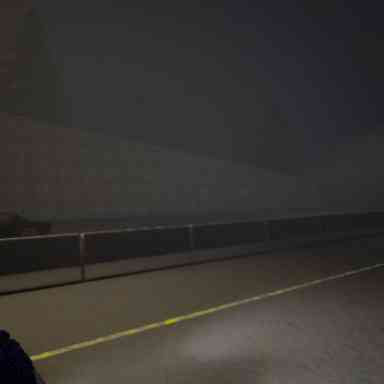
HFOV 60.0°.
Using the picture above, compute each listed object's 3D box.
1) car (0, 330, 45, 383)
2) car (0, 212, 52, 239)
[{"bbox_3d":[-3.163,1.608,1.491,4.718,1.301,1.895,0,0,-35],"label":"car"},{"bbox_3d":[-8.915,1.595,14.824,4.718,1.301,1.895,0,0,-35],"label":"car"}]
